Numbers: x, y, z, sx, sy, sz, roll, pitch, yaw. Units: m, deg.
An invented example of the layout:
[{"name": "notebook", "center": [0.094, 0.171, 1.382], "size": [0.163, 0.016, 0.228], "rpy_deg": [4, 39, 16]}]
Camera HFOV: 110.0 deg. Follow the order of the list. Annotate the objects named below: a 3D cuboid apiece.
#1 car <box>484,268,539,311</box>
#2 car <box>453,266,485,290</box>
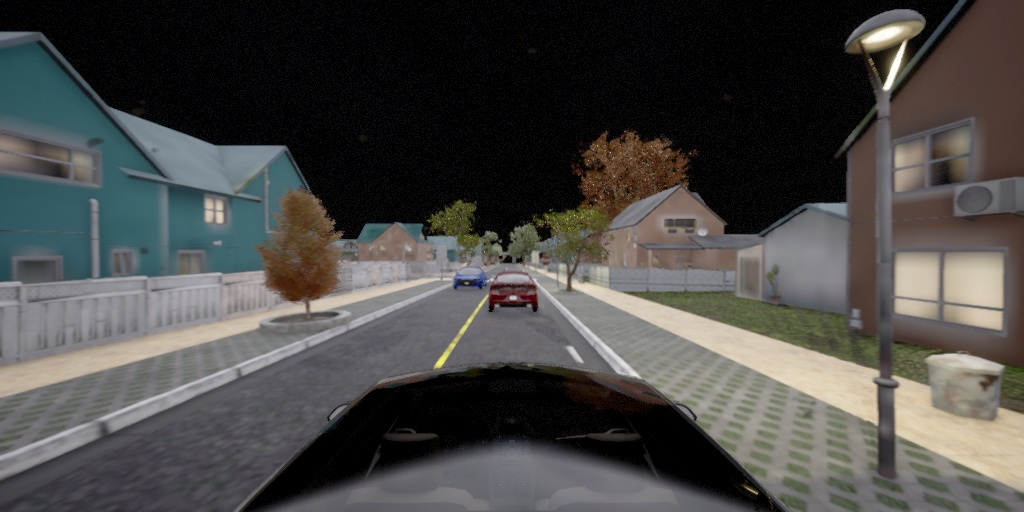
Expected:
[{"name": "car", "center": [0.062, 1.362, 15.153], "size": [1.882, 1.535, 5.008], "rpy_deg": [0, -1, 0]}, {"name": "car", "center": [-2.792, 1.465, 24.713], "size": [1.882, 1.535, 5.008], "rpy_deg": [0, -1, 0]}]
